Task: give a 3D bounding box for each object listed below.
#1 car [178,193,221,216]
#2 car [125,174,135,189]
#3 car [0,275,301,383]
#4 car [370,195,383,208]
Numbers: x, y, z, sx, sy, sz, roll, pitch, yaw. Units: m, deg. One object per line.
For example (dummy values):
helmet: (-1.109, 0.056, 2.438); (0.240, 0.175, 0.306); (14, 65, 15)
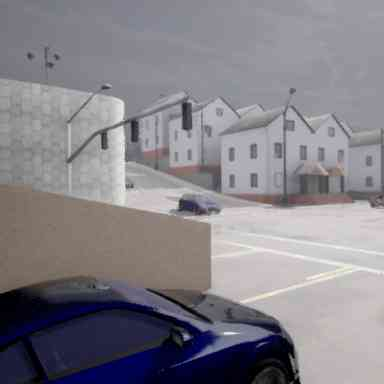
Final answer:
car: (0.607, 1.021, 29.829); (2.097, 1.767, 4.553); (-1, 4, -33)
car: (-9.237, -1.521, 44.274); (1.837, 1.490, 4.892); (-1, 14, -34)
car: (-0.902, 1.551, 3.136); (4.181, 1.385, 1.994); (-1, 1, -35)
car: (21.206, 1.006, 36.032); (4.674, 1.442, 1.812); (-1, 1, -34)
